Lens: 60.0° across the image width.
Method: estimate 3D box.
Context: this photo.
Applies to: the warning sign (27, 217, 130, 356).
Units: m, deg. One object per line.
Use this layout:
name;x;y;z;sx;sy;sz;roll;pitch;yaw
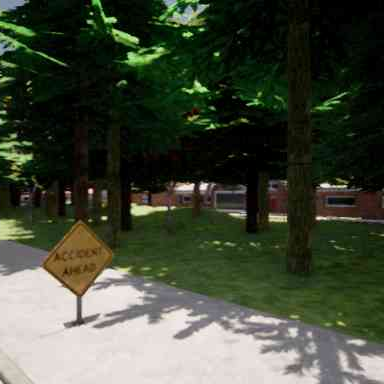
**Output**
warning sign;-1.888;1.406;5.574;1.060;1.860;1.300;-1;-1;44
